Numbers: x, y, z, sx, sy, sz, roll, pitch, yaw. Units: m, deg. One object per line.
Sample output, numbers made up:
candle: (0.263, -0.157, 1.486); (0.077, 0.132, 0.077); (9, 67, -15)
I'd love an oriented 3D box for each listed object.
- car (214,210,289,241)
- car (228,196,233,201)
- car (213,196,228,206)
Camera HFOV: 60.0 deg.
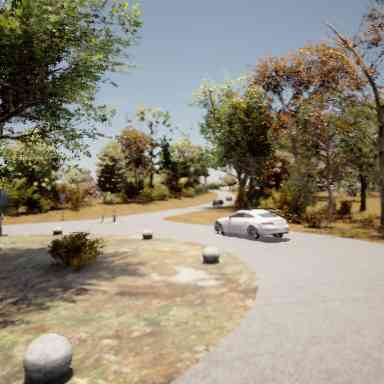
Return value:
car: (3.069, 1.676, 17.831); (1.812, 1.442, 4.674); (0, -1, -31)
car: (9.986, 1.720, 88.849); (2.128, 1.511, 4.902); (-1, 2, 11)
car: (5.516, 2.095, 69.145); (2.128, 1.511, 4.902); (-2, 0, 15)
